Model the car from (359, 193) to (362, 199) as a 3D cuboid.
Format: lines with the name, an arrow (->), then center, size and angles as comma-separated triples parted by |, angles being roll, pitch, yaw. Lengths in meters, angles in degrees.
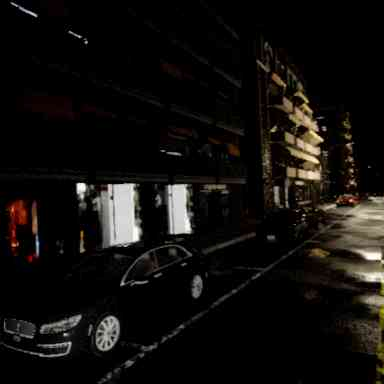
car -> 21.592, 1.111, 45.314 | 1.802, 1.307, 4.206 | -3, -1, 30

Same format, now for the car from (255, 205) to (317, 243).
car -> 4.466, 1.545, 16.071 | 1.947, 1.339, 4.313 | -3, -1, 30

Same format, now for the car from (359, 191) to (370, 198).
car -> 38.716, 0.645, 74.557 | 2.008, 1.369, 4.403 | -3, -1, 30

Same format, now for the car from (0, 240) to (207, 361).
car -> -1.242, 1.684, 6.323 | 2.008, 1.369, 4.403 | -3, -1, 30

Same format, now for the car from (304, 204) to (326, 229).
car -> 7.233, 1.431, 20.799 | 1.752, 1.417, 4.829 | -3, -1, 30

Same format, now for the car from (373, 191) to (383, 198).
car -> 41.181, 0.443, 73.452 | 1.882, 1.535, 5.008 | -3, -1, 30

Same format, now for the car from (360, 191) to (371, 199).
car -> 35.861, 0.717, 69.684 | 2.008, 1.369, 4.403 | -3, -1, 30

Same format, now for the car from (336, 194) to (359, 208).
car -> 18.731, 1.044, 40.441 | 1.967, 1.590, 4.097 | -3, -1, 30
